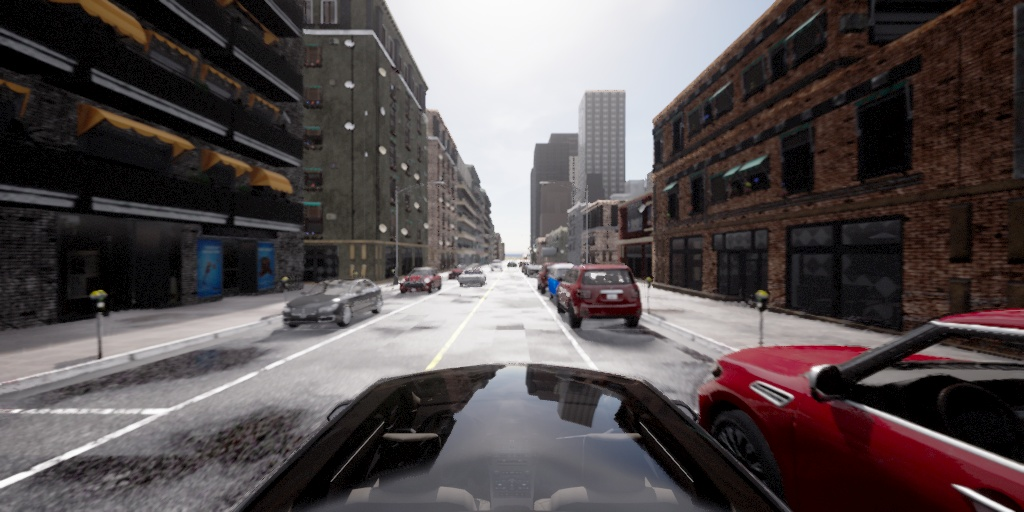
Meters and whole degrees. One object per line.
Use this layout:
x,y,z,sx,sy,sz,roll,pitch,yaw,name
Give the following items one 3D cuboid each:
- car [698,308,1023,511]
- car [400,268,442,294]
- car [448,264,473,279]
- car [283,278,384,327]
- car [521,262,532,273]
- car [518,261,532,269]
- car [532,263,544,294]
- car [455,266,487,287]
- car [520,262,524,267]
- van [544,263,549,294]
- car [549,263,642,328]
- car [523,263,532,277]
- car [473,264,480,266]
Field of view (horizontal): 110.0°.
2.688,1.057,1.138,2.192,1.841,5.009,0,0,0,car
-5.689,1.470,22.773,1.967,1.591,4.097,0,0,0,car
-5.687,1.684,38.993,1.967,1.591,4.097,0,0,0,car
-5.691,1.437,11.960,2.007,1.370,4.403,0,0,0,car
2.663,1.948,49.465,1.948,1.339,4.313,0,0,0,car
2.665,1.842,60.623,2.192,1.841,5.009,0,0,0,car
2.692,1.345,22.765,2.192,1.841,5.009,0,0,0,car
-3.096,1.710,28.768,1.895,1.301,4.718,0,-1,0,car
2.664,2.021,55.044,1.948,1.339,4.313,0,0,0,car
2.691,1.300,17.358,1.690,1.789,3.998,0,0,0,van
2.690,1.202,11.951,2.192,1.841,5.009,0,0,0,car
2.696,1.869,43.893,2.007,1.370,4.403,0,0,0,car
-5.685,1.907,49.246,1.751,1.417,4.829,0,0,0,car
